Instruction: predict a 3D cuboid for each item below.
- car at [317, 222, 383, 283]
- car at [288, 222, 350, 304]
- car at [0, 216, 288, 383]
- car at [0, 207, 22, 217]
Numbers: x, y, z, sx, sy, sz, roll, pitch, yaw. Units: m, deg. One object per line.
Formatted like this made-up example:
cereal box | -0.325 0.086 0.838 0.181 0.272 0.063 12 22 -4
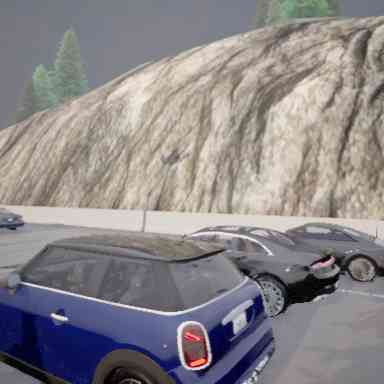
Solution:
car | 3.537 1.592 9.798 4.181 1.385 1.994 0 0 33
car | 0.655 1.511 7.486 4.902 1.511 2.128 0 0 33
car | -1.290 1.366 4.577 4.553 1.767 2.097 0 0 33
car | -12.245 1.602 19.904 5.357 1.411 2.033 0 0 33
